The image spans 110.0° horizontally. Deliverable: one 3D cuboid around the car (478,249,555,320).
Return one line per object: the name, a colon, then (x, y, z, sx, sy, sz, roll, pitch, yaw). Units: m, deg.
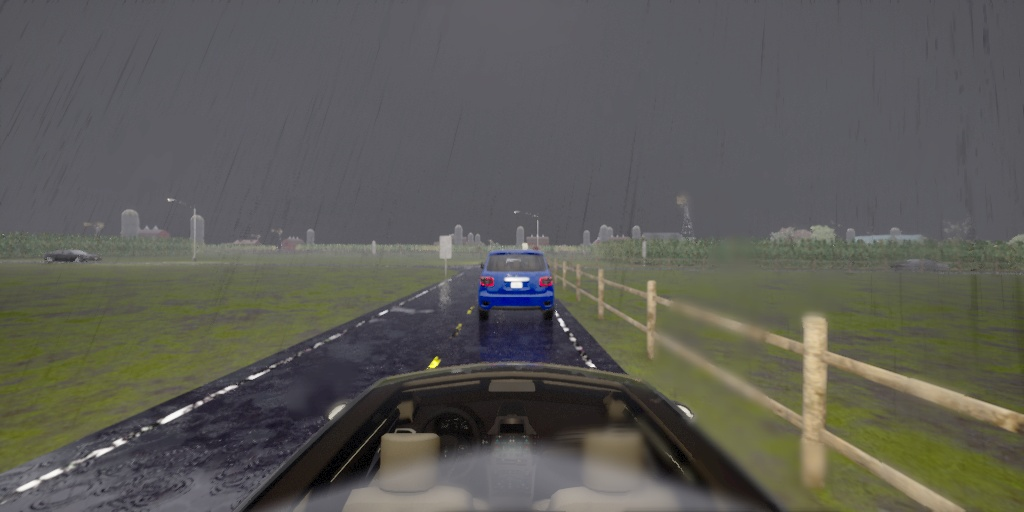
car: (0.107, 0.789, 11.952, 2.150, 2.045, 5.566, 0, 1, 0)

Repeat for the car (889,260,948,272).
car: (47.818, 1.166, 42.230, 5.357, 1.411, 2.033, 1, 0, 0)

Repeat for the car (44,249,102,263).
car: (-48.637, 0.015, 39.794, 5.008, 1.535, 1.882, 0, 0, 1)
